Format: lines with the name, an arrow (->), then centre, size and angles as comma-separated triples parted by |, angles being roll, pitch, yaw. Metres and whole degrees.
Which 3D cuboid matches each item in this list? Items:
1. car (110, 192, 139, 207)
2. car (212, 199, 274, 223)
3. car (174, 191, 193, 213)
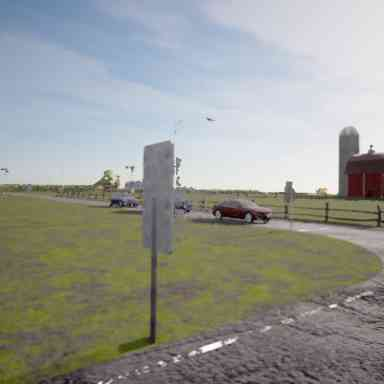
car -> -8.092, 0.863, 39.684 | 2.097, 1.767, 4.553 | 1, 0, -36
car -> 3.515, 1.271, 23.623 | 1.882, 1.535, 5.008 | 1, 0, -36
car -> -2.213, 0.874, 31.551 | 2.150, 2.045, 5.566 | 1, 0, -36
